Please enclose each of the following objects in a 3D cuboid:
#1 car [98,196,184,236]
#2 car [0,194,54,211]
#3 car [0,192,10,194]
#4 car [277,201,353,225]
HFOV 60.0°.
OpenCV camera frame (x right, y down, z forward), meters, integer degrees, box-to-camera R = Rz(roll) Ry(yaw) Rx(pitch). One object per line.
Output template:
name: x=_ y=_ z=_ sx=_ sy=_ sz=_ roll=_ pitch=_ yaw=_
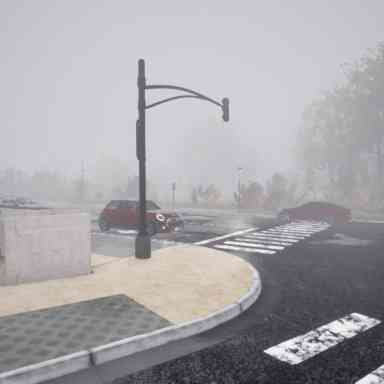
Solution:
car: x=-2.604 y=1.135 z=16.943 sx=4.553 sy=1.767 sz=2.097 roll=1 pitch=1 yaw=32
car: x=-11.334 y=1.116 z=22.367 sx=4.902 sy=1.511 sz=2.128 roll=1 pitch=1 yaw=31
car: x=-23.849 y=0.723 z=41.056 sx=4.902 sy=1.511 sz=2.128 roll=1 pitch=1 yaw=29
car: x=7.996 y=1.313 z=21.952 sx=4.674 sy=1.442 sz=1.812 roll=1 pitch=1 yaw=33
